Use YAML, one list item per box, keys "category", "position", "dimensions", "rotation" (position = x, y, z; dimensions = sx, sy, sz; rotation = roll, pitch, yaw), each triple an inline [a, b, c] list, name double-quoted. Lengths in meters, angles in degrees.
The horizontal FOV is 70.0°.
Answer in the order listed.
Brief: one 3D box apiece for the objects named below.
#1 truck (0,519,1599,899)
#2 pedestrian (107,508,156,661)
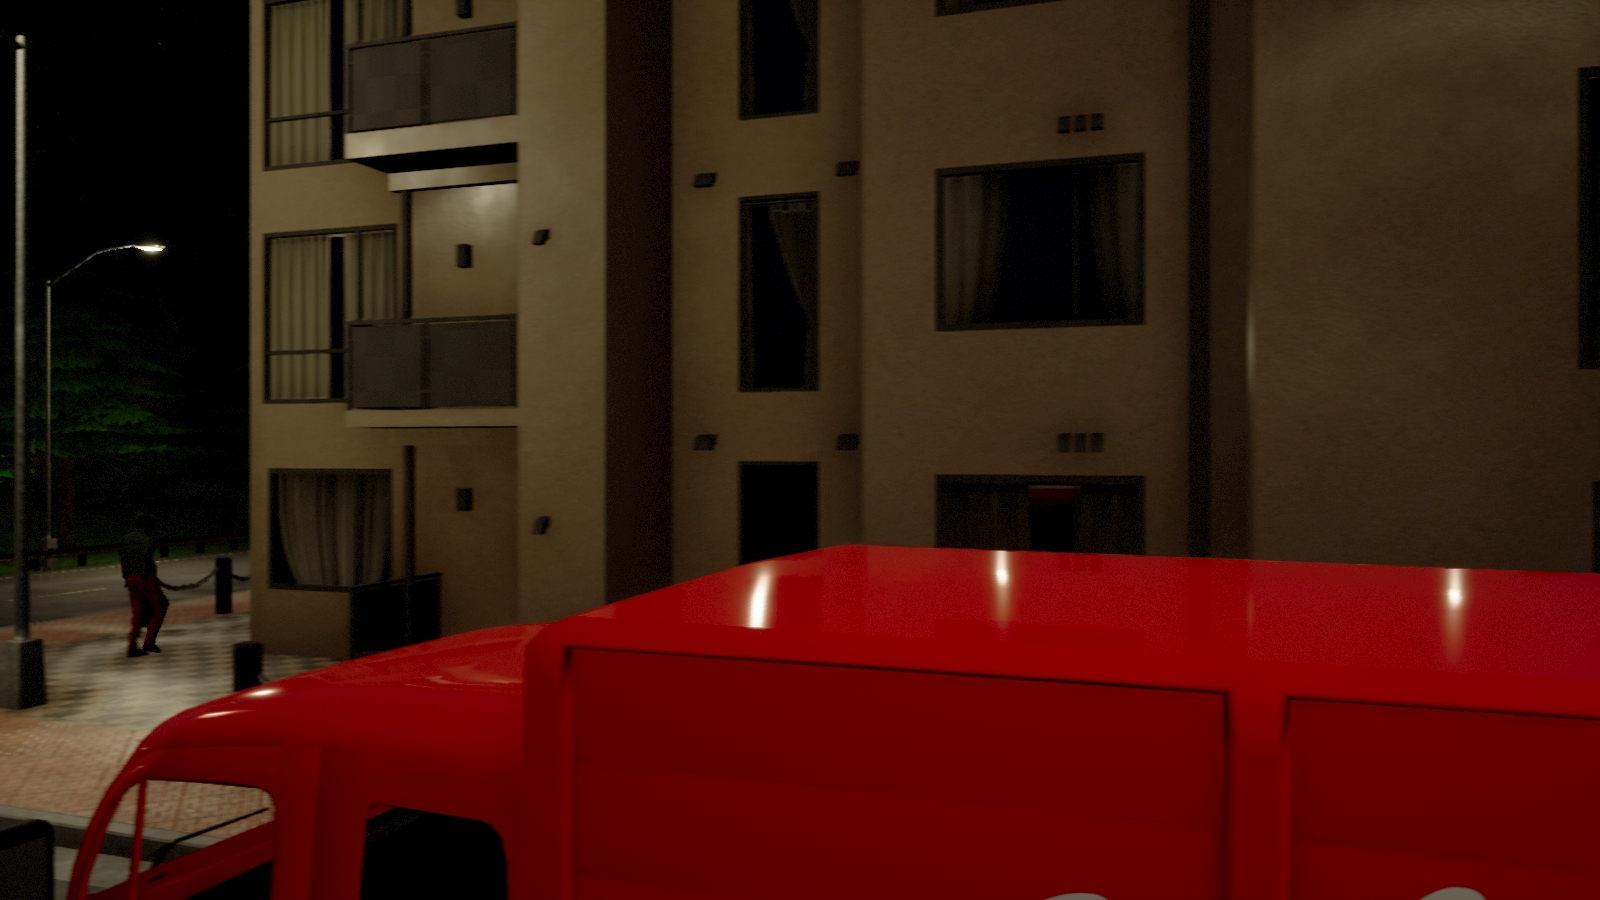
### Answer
- category: "truck"
  position: [0.509, 1.548, 3.118]
  dimensions: [5.204, 2.467, 2.627]
  rotation: [0, 0, 20]
- category: "pedestrian"
  position: [-8.409, 1.677, 14.379]
  dimensions: [0.375, 1.860, 0.375]
  rotation: [0, 0, 22]
